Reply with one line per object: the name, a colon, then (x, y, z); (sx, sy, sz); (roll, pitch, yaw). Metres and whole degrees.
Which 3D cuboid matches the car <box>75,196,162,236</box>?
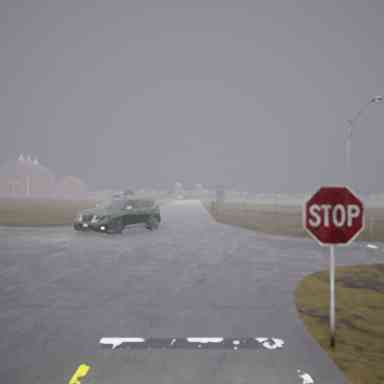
car: (-3.855, 1.288, 18.562); (2.150, 2.045, 5.566); (2, 0, 28)
